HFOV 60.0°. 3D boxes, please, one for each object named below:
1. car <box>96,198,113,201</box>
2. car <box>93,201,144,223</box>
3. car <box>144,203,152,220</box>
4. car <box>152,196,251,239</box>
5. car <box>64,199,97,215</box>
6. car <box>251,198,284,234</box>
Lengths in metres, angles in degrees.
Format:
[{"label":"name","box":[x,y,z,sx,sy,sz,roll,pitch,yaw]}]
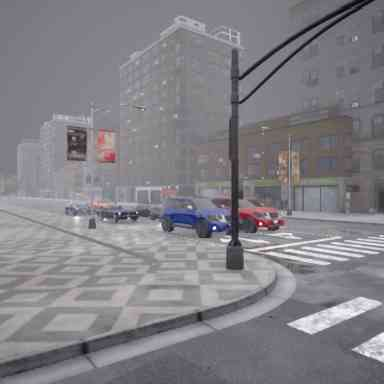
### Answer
[{"label":"car","box":[-9.755,1.478,37.561,2.097,1.767,4.553,0,0,-36]},{"label":"car","box":[-6.076,1.693,26.957,1.895,1.301,4.718,0,0,-36]},{"label":"car","box":[-3.564,1.640,29.035,2.033,1.411,5.357,0,0,-36]},{"label":"car","box":[0.305,1.274,18.192,2.150,2.045,5.566,0,-1,-36]},{"label":"car","box":[-12.064,1.650,35.200,1.812,1.442,4.674,0,0,-36]},{"label":"car","box":[2.887,1.274,20.167,2.150,2.045,5.566,0,-1,-36]}]
